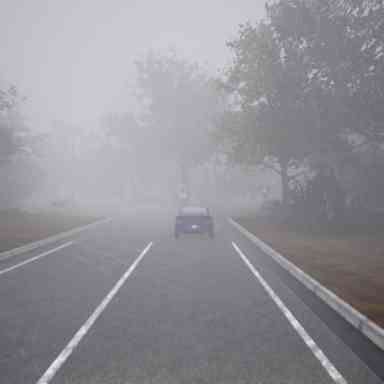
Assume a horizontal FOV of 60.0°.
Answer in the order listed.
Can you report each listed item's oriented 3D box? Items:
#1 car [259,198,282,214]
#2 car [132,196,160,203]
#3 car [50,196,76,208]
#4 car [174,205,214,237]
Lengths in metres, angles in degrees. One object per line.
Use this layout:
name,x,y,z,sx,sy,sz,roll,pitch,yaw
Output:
car,8.907,1.382,33.498,4.902,1.511,2.128,0,1,-36
car,-8.371,1.406,60.247,4.718,1.301,1.895,0,0,-24
car,-17.378,1.332,44.969,1.882,1.535,5.008,-1,0,1
car,0.103,1.420,17.626,1.882,1.535,5.008,0,0,0
